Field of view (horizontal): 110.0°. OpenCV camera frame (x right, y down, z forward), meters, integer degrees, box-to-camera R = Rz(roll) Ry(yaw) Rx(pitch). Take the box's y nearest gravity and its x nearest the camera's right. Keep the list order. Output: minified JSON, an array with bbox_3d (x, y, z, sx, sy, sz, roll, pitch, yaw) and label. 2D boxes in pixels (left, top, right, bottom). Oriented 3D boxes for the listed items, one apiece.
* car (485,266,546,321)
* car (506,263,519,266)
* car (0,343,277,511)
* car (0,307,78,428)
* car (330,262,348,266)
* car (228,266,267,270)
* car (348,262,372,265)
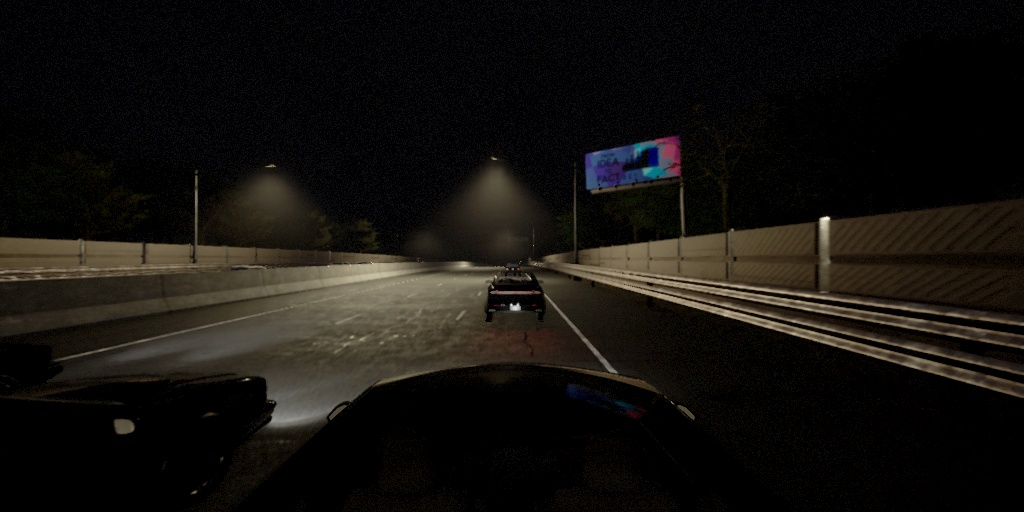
[{"bbox_3d":[0.097,1.272,12.577,2.128,1.511,4.902,0,0,0],"label":"car"},{"bbox_3d":[0.087,1.491,41.545,2.033,1.411,5.357,0,0,0],"label":"car"},{"bbox_3d":[-3.399,1.296,1.277,2.033,1.411,5.357,0,0,0],"label":"car"},{"bbox_3d":[-6.900,1.351,2.563,1.895,1.301,4.718,0,0,0],"label":"car"},{"bbox_3d":[-24.583,1.553,51.077,1.812,1.442,4.674,0,-1,0],"label":"car"},{"bbox_3d":[-17.605,1.359,23.583,1.812,1.442,4.674,0,0,0],"label":"car"},{"bbox_3d":[-21.087,1.554,51.089,1.812,1.442,4.674,0,-1,0],"label":"car"}]
